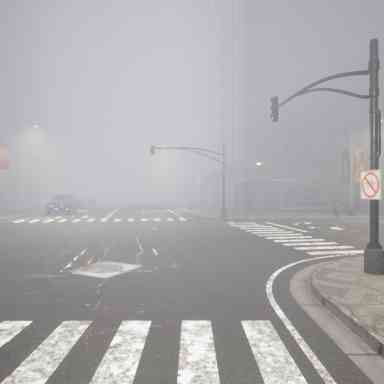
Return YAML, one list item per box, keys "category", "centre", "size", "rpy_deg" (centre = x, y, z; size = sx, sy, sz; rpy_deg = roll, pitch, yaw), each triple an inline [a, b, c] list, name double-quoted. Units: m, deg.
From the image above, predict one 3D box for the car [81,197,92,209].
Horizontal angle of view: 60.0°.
- category: "car"
  centre: [-14.914, 1.591, 44.072]
  size: [1.994, 1.385, 4.181]
  rpy_deg: [0, 0, -10]

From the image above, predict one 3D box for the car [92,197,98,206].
- category: "car"
  centre: [-16.518, 1.516, 54.104]
  size: [1.882, 1.535, 5.008]
  rpy_deg: [0, 0, -9]

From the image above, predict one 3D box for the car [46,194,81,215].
- category: "car"
  centre: [-13.306, 1.239, 34.212]
  size: [2.150, 2.045, 5.566]
  rpy_deg: [0, 0, -9]
